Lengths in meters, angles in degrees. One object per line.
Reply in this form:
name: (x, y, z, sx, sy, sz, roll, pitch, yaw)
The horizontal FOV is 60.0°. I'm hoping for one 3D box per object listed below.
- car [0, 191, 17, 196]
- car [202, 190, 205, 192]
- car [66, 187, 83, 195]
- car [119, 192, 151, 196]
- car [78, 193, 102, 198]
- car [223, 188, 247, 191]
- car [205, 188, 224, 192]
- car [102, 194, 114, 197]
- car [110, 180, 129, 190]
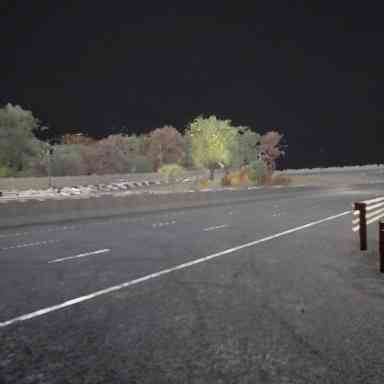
car: (-25.152, 0.566, 43.656, 1.812, 1.442, 4.674, -2, 2, 15)
car: (2.778, 0.222, 54.914, 1.812, 1.442, 4.674, -1, 1, 39)
car: (-20.748, -0.183, 59.419, 1.994, 1.385, 4.181, -1, 3, 17)
car: (-5.087, 0.859, 33.590, 1.994, 1.385, 4.181, -1, 1, 38)
car: (-10.435, 0.926, 38.107, 1.994, 1.385, 4.181, -1, 1, 38)
car: (7.125, 0.187, 49.145, 1.837, 1.490, 4.892, -1, 1, 38)
car: (4.667, 0.180, 51.679, 1.882, 1.535, 5.008, -1, 1, 39)
car: (-7.014, 0.782, 36.803, 2.128, 1.511, 4.902, -1, 1, 38)
car: (-16.096, -1.643, 73.711, 2.150, 2.045, 5.566, -1, 4, 19)
